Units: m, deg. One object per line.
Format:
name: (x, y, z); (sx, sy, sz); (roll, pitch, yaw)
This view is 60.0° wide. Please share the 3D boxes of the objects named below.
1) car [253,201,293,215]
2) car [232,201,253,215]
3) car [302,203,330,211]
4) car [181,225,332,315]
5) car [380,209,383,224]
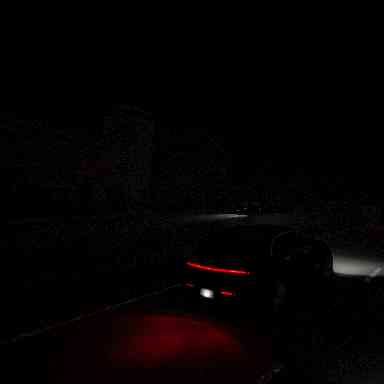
car: (8.416, 1.621, 33.166); (1.882, 1.535, 5.008); (0, -1, 39)
car: (6.173, 1.693, 35.964); (1.812, 1.442, 4.674); (0, -1, 39)
car: (12.172, 1.743, 32.253); (1.994, 1.385, 4.181); (0, -2, 39)
car: (1.774, 1.528, 7.770); (1.837, 1.490, 4.892); (0, 0, 39)
car: (15.442, 1.579, 24.831); (2.128, 1.511, 4.902); (0, -1, 39)
